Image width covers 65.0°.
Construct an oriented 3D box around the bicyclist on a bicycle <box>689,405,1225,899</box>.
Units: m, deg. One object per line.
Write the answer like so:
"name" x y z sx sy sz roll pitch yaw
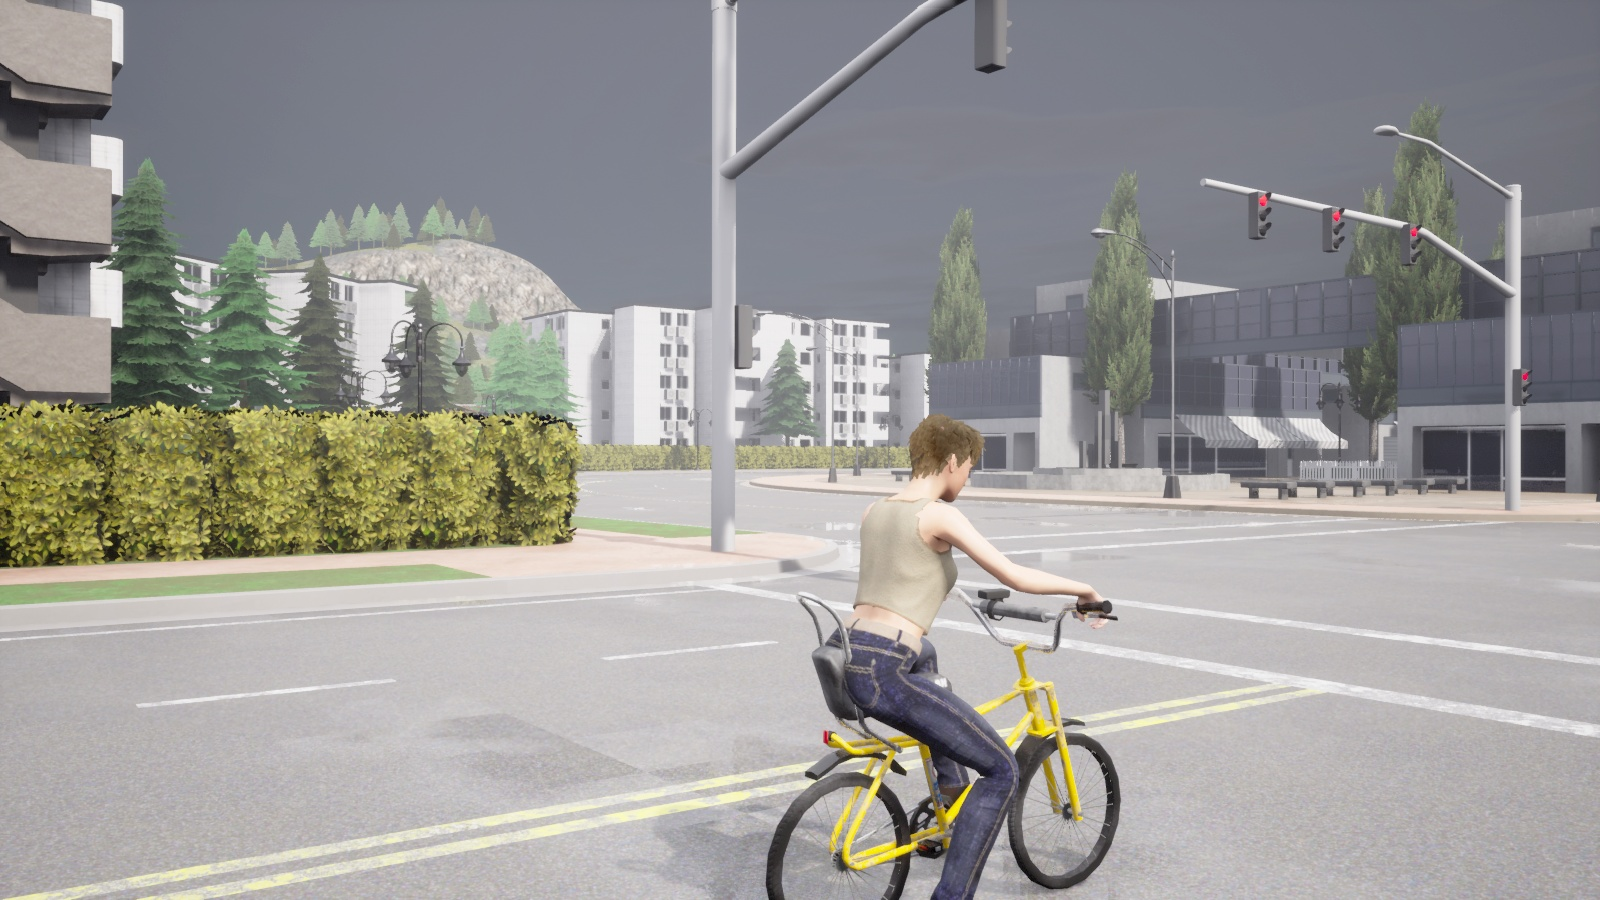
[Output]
"bicyclist on a bicycle" 0.520 0.690 4.026 1.509 1.612 0.866 0 0 -35
